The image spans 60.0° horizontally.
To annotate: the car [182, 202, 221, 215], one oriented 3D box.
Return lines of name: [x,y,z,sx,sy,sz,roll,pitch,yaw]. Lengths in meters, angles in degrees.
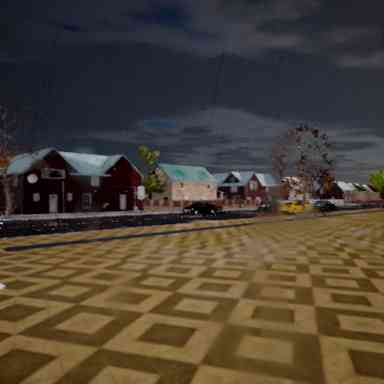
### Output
car: [0.909,1.938,39.084,1.837,1.490,4.892,-1,-1,43]

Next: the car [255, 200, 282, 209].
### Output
car: [11.573,1.850,50.298,1.895,1.301,4.718,-1,-1,43]

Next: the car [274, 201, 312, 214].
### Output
car: [12.819,1.987,42.048,1.882,1.535,5.008,-1,-1,44]

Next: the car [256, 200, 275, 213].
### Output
car: [10.671,1.896,44.519,2.097,1.767,4.553,-1,-1,44]

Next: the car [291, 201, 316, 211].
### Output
car: [17.389,2.159,51.737,1.882,1.535,5.008,-1,-1,43]

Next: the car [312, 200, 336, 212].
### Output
car: [19.737,2.004,49.492,2.097,1.767,4.553,-1,-1,43]

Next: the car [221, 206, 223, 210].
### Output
car: [2.041,2.130,45.016,1.895,1.301,4.718,-1,-1,43]
